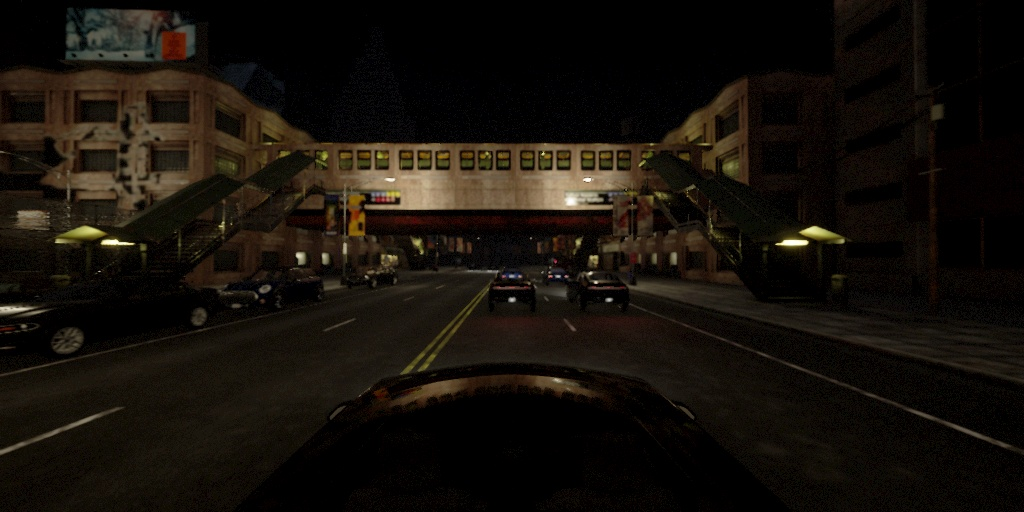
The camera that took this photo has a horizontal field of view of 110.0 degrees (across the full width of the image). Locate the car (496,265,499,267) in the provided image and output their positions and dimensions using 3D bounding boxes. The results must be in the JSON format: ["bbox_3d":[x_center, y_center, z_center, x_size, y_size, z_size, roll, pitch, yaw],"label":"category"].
[{"bbox_3d":[0.011,1.600,29.362,2.033,1.411,5.357,0,-1,0],"label":"car"}]

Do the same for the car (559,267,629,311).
[{"bbox_3d":[3.518,1.392,15.337,2.128,1.511,4.902,0,0,0],"label":"car"}]

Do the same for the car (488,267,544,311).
[{"bbox_3d":[0.018,1.392,15.345,2.128,1.511,4.902,0,0,0],"label":"car"}]

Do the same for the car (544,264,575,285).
[{"bbox_3d":[3.511,1.600,29.354,2.033,1.411,5.357,0,-1,0],"label":"car"}]
